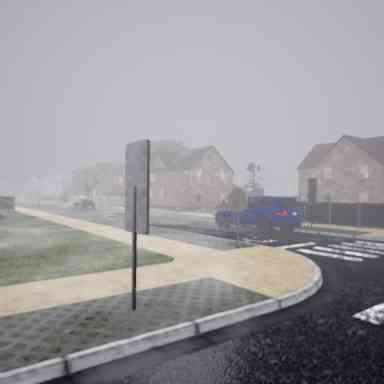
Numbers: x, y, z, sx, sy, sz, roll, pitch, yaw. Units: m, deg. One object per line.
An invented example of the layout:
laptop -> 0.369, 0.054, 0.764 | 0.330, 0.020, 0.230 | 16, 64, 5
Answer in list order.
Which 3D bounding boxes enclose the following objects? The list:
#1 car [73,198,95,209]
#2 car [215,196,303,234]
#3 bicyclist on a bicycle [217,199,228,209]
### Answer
car -> -14.623, 1.547, 44.908 | 1.837, 1.490, 4.892 | 1, -1, -36
car -> 3.794, 1.250, 19.741 | 2.150, 2.045, 5.566 | 1, -1, -38
bicyclist on a bicycle -> 2.507, 1.359, 26.160 | 1.656, 1.620, 0.582 | 0, 0, -36
